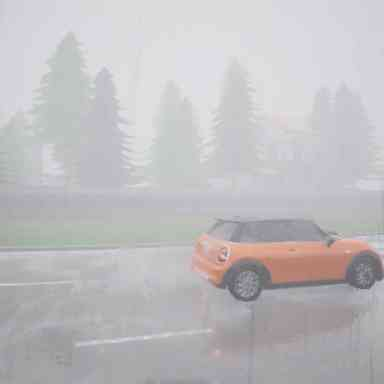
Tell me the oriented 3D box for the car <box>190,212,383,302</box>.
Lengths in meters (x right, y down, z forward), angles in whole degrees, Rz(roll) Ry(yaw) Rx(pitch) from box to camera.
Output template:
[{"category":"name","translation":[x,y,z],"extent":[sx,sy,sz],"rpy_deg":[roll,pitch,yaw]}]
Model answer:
[{"category":"car","translation":[2.330,1.359,8.178],"extent":[4.553,1.767,2.097],"rpy_deg":[1,0,-18]}]

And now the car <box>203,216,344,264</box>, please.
[{"category":"car","translation":[2.939,1.610,12.041],"extent":[4.718,1.301,1.895],"rpy_deg":[1,0,-21]}]
